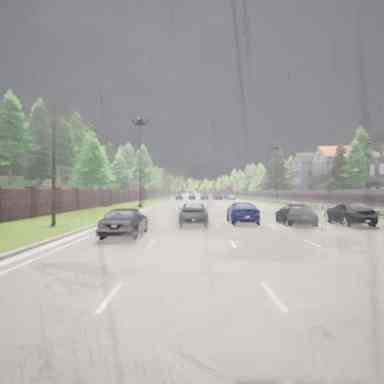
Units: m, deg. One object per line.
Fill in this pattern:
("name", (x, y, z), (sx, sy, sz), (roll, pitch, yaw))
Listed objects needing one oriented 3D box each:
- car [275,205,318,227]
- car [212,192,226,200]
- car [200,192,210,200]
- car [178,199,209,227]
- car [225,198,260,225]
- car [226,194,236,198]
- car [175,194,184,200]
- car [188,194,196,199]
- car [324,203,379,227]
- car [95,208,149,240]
("car", (7.104, 1.549, 22.957), (1.994, 1.385, 4.181), (0, 0, 0))
("car", (7.014, 1.289, 88.010), (2.097, 1.767, 4.553), (0, 0, 0))
("car", (3.514, 1.289, 88.011), (2.097, 1.767, 4.553), (0, 0, 0))
("car", (0.104, 1.477, 22.389), (2.128, 1.511, 4.902), (0, 0, 0))
("car", (3.605, 1.462, 24.000), (1.882, 1.535, 5.008), (0, 0, 0))
("car", (10.514, 1.458, 88.040), (1.812, 1.442, 4.674), (0, 0, 0))
("car", (-3.486, 1.434, 87.625), (1.837, 1.490, 4.892), (0, 0, 0))
("car", (0.014, 1.434, 87.625), (1.837, 1.490, 4.892), (0, 0, 0))
("car", (10.604, 1.490, 22.454), (1.837, 1.490, 4.892), (0, 0, 0))
("car", (-3.398, 1.536, 17.040), (2.033, 1.411, 5.357), (0, 0, 0))
